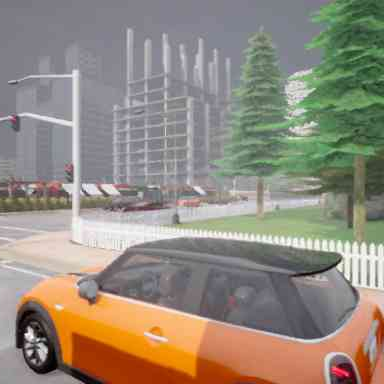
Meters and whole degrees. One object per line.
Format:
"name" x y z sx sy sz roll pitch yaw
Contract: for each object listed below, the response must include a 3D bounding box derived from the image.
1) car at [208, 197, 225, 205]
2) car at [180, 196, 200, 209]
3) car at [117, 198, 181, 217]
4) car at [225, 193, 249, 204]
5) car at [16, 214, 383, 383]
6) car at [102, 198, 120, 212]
"car" 4.446 1.518 57.841 1.994 1.385 4.181 0 0 34
"car" -0.842 1.312 43.913 2.097 1.767 4.553 0 0 34
"car" -3.403 1.449 27.391 1.882 1.535 5.008 0 0 35
"car" 7.987 0.929 56.812 2.097 1.767 4.553 0 0 34
"car" -0.183 1.348 4.079 4.553 1.767 2.097 0 0 36
"car" -8.337 1.433 39.087 1.882 1.535 5.008 0 0 34
